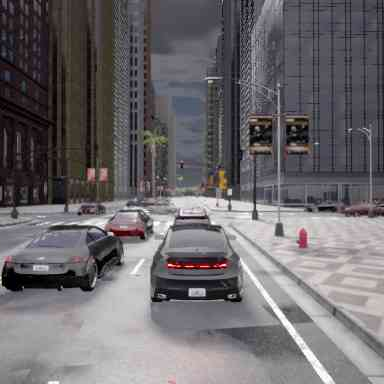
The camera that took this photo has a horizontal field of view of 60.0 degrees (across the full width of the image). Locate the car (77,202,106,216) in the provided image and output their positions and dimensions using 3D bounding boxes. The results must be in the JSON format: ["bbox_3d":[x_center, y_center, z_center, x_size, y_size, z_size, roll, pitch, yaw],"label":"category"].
[{"bbox_3d":[-9.894,1.683,33.024,1.994,1.385,4.181,0,0,0],"label":"car"}]

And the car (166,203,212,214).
[{"bbox_3d":[0.027,1.531,17.571,2.128,1.511,4.902,0,0,0],"label":"car"}]

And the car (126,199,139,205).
[{"bbox_3d":[-9.910,1.828,56.790,2.033,1.411,5.357,0,0,0],"label":"car"}]

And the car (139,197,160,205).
[{"bbox_3d":[-6.662,1.731,52.961,1.882,1.535,5.008,0,0,0],"label":"car"}]

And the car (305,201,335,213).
[{"bbox_3d":[15.136,1.664,37.814,4.313,1.339,1.947,0,0,-1],"label":"car"}]

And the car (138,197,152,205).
[{"bbox_3d":[-9.842,1.906,69.718,2.128,1.511,4.902,0,0,0],"label":"car"}]

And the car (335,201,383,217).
[{"bbox_3d":[15.278,1.578,29.291,4.206,1.307,1.802,0,0,-1],"label":"car"}]

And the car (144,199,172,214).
[{"bbox_3d":[-2.700,1.730,35.213,1.895,1.301,4.718,0,-1,-43],"label":"car"}]

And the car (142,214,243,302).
[{"bbox_3d":[0.090,1.516,8.250,1.837,1.490,4.892,0,0,0],"label":"car"}]

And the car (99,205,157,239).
[{"bbox_3d":[-3.172,1.602,17.425,1.994,1.385,4.181,0,0,0],"label":"car"}]

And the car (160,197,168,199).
[{"bbox_3d":[-6.592,1.727,68.496,2.097,1.767,4.553,0,-1,0],"label":"car"}]

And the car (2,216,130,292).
[{"bbox_3d":[-3.167,1.576,9.025,1.994,1.385,4.181,0,0,1],"label":"car"}]

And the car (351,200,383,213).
[{"bbox_3d":[20.776,1.645,37.910,4.313,1.339,1.947,0,0,-1],"label":"car"}]
